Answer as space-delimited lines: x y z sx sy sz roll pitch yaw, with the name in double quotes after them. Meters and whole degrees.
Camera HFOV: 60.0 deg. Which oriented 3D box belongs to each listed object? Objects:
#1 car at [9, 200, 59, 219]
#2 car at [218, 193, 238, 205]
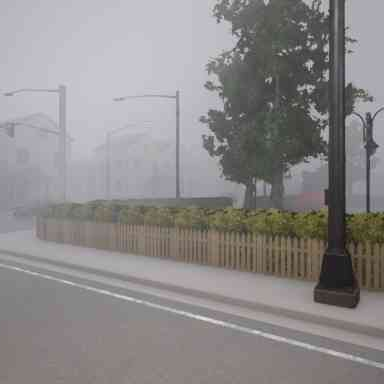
-13.428 1.491 29.345 2.128 1.511 4.902 0 0 35 "car"
5.866 1.226 56.938 2.150 2.045 5.566 0 0 35 "car"
